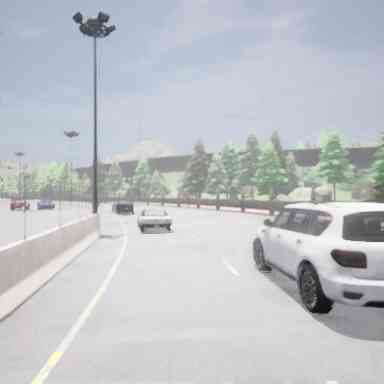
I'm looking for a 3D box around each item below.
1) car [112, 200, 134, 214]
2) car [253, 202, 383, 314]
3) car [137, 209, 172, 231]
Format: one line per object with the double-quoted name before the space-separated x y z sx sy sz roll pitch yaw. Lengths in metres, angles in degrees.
"car" -8.089 1.713 38.701 1.882 1.535 5.008 0 0 -22
"car" 3.111 1.248 7.872 2.150 2.045 5.566 0 0 -5
"car" -2.540 1.723 21.547 1.895 1.301 4.718 0 0 -13
